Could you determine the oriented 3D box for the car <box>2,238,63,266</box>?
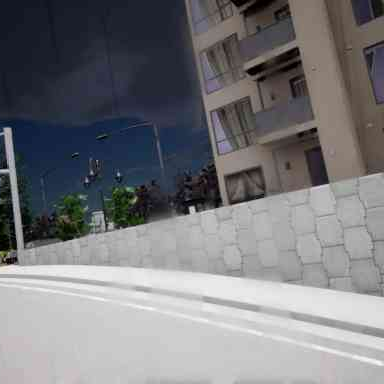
[{"bbox_3d":[-14.565,5.529,31.014,2.150,2.045,5.566,-15,-9,35],"label":"car"}]
